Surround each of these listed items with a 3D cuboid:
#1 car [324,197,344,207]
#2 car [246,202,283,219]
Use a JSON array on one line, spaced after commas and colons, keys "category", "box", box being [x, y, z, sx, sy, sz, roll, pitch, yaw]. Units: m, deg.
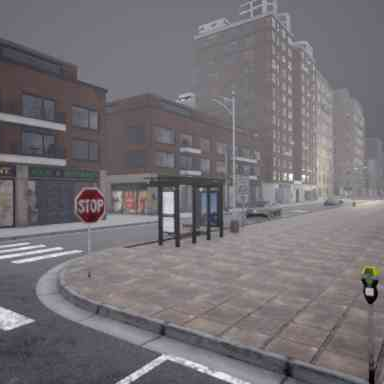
[{"category": "car", "box": [20.922, 1.441, 49.068, 2.033, 1.411, 5.357, -1, 0, 35]}, {"category": "car", "box": [6.213, 1.506, 28.205, 1.994, 1.385, 4.181, -1, 0, 35]}]
